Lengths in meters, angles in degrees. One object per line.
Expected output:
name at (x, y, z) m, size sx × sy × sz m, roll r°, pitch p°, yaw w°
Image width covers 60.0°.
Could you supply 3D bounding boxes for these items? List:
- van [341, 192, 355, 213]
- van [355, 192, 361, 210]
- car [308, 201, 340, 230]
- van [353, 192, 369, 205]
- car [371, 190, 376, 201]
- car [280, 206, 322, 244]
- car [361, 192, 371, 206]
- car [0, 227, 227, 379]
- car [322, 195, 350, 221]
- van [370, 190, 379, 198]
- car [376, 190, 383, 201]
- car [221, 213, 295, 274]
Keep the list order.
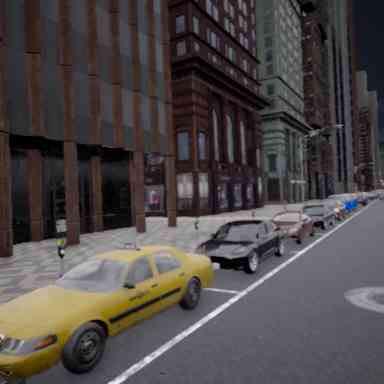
van at (13.433, 1.141, 30.205) m, size 1.690 × 1.788 × 3.998 m, roll -3°, pitch -1°, yaw 31°
van at (16.362, 1.081, 35.020) m, size 1.690 × 1.788 × 3.998 m, roll -3°, pitch -1°, yaw 31°
car at (7.584, 1.490, 20.571) m, size 1.947 × 1.339 × 4.313 m, roll -3°, pitch -1°, yaw 31°
van at (25.150, 0.901, 49.465) m, size 1.690 × 1.788 × 3.998 m, roll -3°, pitch -1°, yaw 31°
car at (33.947, 0.930, 63.908) m, size 1.887 × 1.381 × 4.507 m, roll -3°, pitch -1°, yaw 31°
car at (4.655, 1.569, 15.756) m, size 1.802 × 1.307 × 4.206 m, roll -3°, pitch -1°, yaw 31°
car at (22.219, 0.934, 44.650) m, size 2.192 × 1.841 × 5.009 m, roll -3°, pitch -1°, yaw 31°
car at (-1.294, 1.644, 5.980) m, size 1.752 × 1.417 × 4.829 m, roll -3°, pitch -1°, yaw 31°
car at (10.508, 1.302, 25.388) m, size 1.967 × 1.590 × 4.097 m, roll -3°, pitch -1°, yaw 31°
van at (45.656, 0.502, 83.172) m, size 1.690 × 1.788 × 3.998 m, roll -3°, pitch -1°, yaw 31°
car at (36.044, 0.827, 62.041) m, size 2.033 × 1.411 × 5.357 m, roll -3°, pitch -1°, yaw 31°
car at (1.725, 1.617, 10.940) m, size 1.947 × 1.339 × 4.313 m, roll -3°, pitch -1°, yaw 31°
